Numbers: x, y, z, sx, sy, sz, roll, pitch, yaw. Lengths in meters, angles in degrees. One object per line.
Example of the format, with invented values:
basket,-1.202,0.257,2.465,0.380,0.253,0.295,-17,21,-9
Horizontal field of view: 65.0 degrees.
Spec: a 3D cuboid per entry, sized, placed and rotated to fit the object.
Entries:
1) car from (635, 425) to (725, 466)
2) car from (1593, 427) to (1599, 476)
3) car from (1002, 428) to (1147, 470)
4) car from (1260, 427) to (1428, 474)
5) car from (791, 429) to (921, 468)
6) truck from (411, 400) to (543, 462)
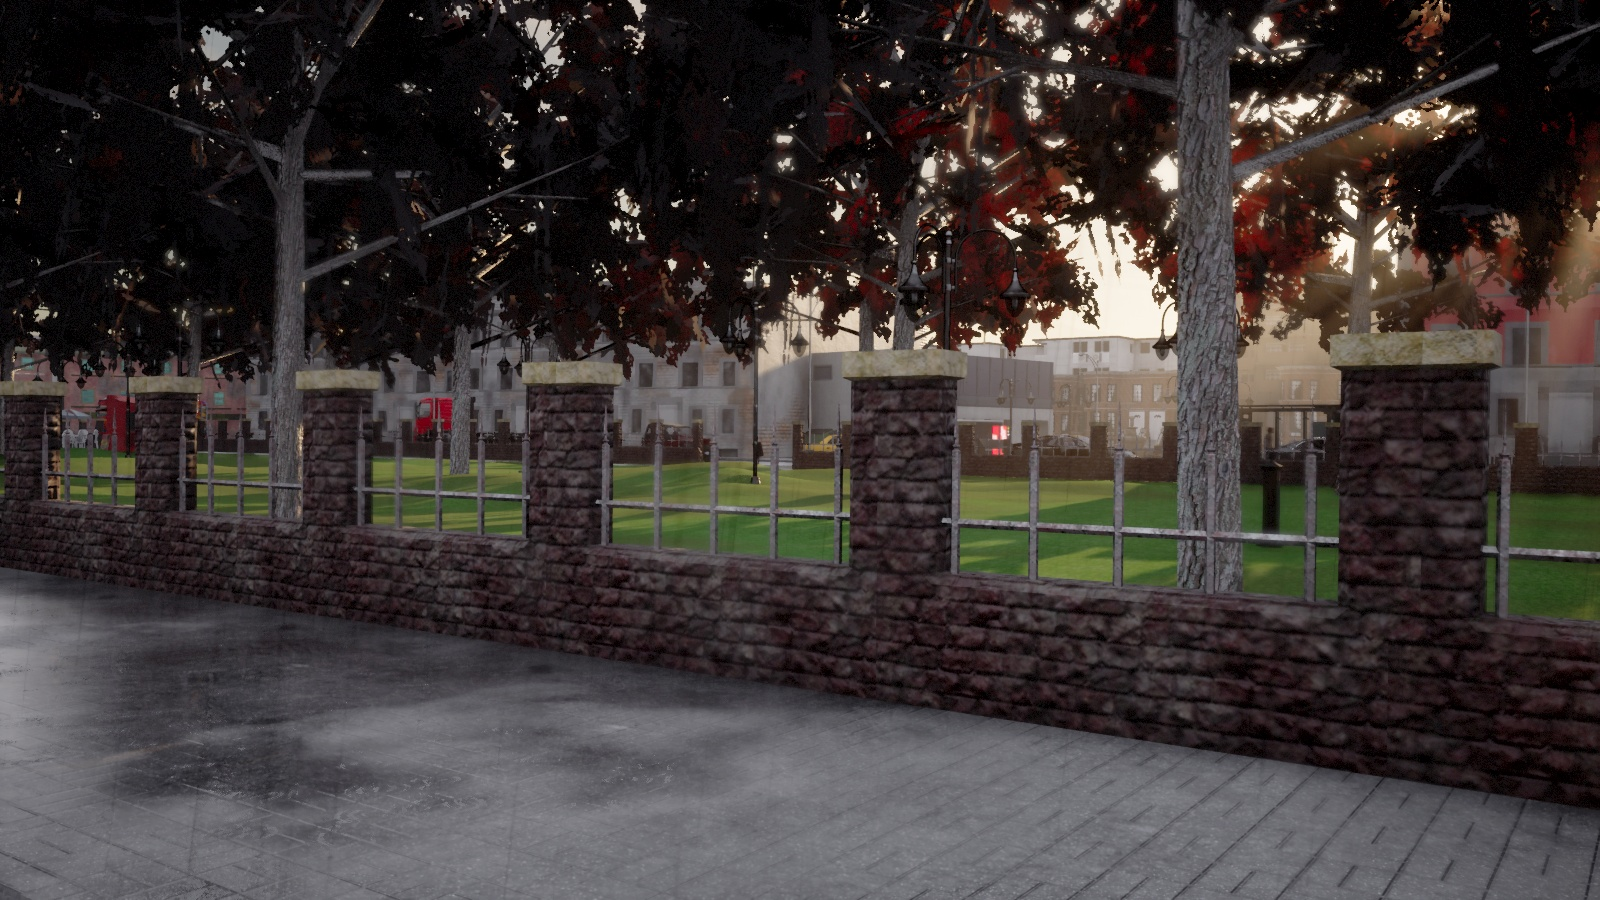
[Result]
car,-5.623,-0.222,58.690,3.866,1.878,1.905,0,1,35
car,25.908,0.024,36.535,4.674,1.442,1.812,0,1,36
car,10.341,-0.054,47.469,4.902,1.511,2.128,0,1,35
car,18.149,-0.001,41.978,4.892,1.490,1.837,0,1,35
car,2.332,-0.076,53.101,5.366,1.575,1.801,0,1,35
truck,-18.770,-1.074,72.781,7.936,3.462,2.891,0,1,35
